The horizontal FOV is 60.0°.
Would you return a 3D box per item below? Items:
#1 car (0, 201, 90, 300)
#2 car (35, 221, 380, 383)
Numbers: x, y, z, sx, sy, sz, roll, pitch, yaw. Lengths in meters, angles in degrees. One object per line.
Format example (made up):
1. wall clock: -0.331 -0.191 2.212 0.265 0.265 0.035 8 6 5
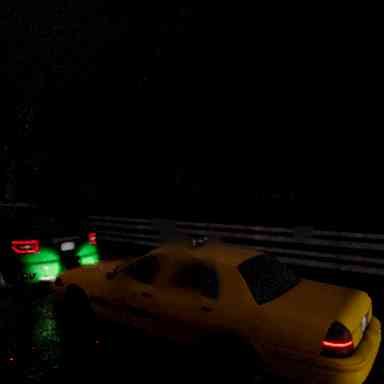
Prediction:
1. car: -4.795 1.252 8.668 5.566 2.045 2.150 0 0 36
2. car: -0.140 1.471 5.266 5.366 1.575 1.801 0 0 36
